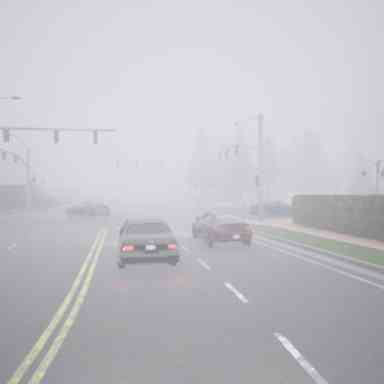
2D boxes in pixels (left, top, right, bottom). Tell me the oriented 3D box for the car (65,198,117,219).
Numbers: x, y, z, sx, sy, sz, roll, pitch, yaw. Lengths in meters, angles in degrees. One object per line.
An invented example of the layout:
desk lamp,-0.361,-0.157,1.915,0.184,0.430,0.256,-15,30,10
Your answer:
car,-9.313,1.568,29.513,4.902,1.511,2.128,0,-1,39

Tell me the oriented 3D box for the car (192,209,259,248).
car,1.238,1.542,14.985,1.812,1.442,4.674,0,0,-12

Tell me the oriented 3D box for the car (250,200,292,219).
car,7.524,1.489,29.340,5.008,1.535,1.882,0,-1,-12

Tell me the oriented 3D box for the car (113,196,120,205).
car,-14.730,1.743,61.871,1.895,1.301,4.718,0,0,-10

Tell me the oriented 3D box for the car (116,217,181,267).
car,-1.619,1.570,11.544,2.033,1.411,5.357,0,0,-11
